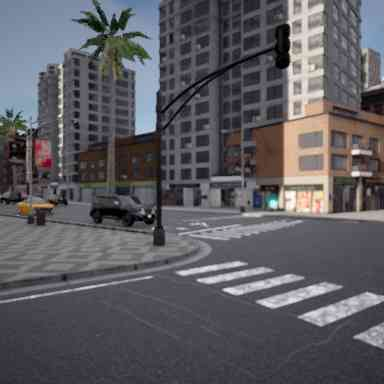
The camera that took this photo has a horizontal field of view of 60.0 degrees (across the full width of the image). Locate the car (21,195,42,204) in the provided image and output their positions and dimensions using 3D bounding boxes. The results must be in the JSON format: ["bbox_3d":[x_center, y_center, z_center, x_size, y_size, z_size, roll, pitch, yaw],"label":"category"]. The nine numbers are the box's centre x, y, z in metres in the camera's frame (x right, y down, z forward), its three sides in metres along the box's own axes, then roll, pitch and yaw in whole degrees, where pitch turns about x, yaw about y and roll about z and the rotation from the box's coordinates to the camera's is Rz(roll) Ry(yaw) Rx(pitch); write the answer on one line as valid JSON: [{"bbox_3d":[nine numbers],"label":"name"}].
[{"bbox_3d":[-27.815,1.259,57.573,1.837,1.490,4.892,0,1,-44],"label":"car"}]

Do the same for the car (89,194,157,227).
[{"bbox_3d":[-4.820,1.185,22.942,5.566,2.045,2.150,0,0,40],"label":"car"}]

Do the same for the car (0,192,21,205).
[{"bbox_3d":[-29.860,0.984,55.014,2.150,2.045,5.566,0,1,-44],"label":"car"}]

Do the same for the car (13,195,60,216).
[{"bbox_3d":[-14.842,1.393,31.603,5.008,1.535,1.882,0,0,42],"label":"car"}]

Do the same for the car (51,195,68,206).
[{"bbox_3d":[-20.784,1.170,50.677,4.553,1.767,2.097,0,0,45],"label":"car"}]
